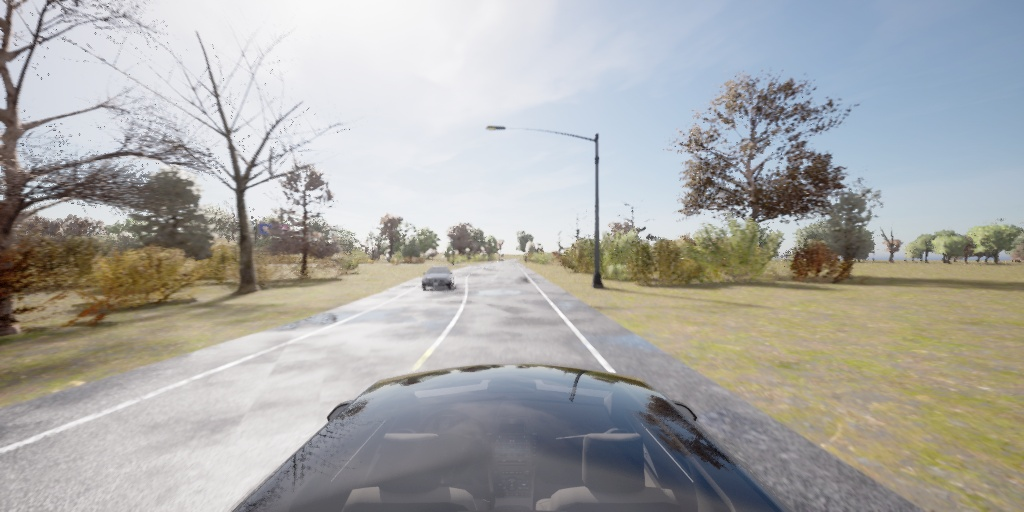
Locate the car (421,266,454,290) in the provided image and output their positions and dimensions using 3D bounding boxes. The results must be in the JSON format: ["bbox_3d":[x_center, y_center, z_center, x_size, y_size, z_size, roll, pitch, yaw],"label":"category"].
[{"bbox_3d":[-4.844,1.419,23.797,1.812,1.442,4.674,0,0,-7],"label":"car"}]
